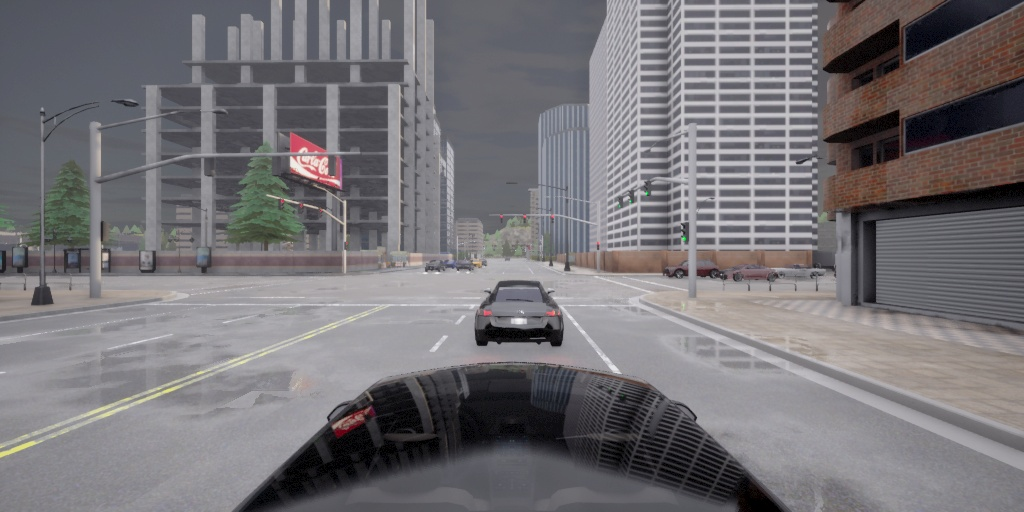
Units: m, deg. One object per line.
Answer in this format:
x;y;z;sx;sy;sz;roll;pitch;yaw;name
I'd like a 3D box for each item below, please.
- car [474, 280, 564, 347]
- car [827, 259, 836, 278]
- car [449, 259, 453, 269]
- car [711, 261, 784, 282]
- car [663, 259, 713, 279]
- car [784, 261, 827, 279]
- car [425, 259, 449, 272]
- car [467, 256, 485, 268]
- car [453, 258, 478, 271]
0.188;1.314;9.392;1.994;1.385;4.181;0;0;1;car
28.679;1.228;28.630;5.008;1.535;1.882;0;0;1;car
-9.665;1.228;55.701;1.882;1.535;5.008;0;0;1;car
18.793;1.314;28.767;4.181;1.385;1.994;0;0;1;car
16.068;1.102;32.301;4.553;1.767;2.097;0;0;1;car
25.061;1.351;32.184;4.718;1.301;1.895;0;0;1;car
-9.839;1.255;46.207;1.837;1.490;4.892;0;0;1;car
-6.091;1.228;59.399;1.882;1.535;5.008;0;0;1;car
-6.290;1.297;49.090;2.033;1.411;5.357;0;0;1;car
